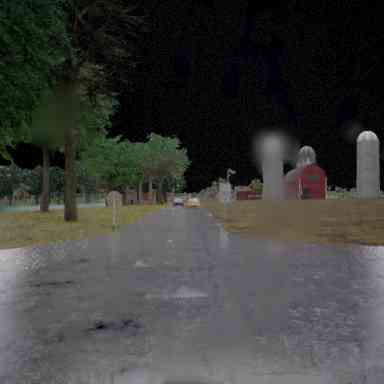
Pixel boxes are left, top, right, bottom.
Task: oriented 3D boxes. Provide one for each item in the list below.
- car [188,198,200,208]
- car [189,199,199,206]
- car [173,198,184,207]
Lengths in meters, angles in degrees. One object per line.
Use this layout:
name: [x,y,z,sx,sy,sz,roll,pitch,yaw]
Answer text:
car: [0.292,1.804,55.452,1.882,1.535,5.008,0,-1,0]
car: [0.347,2.082,65.900,1.895,1.301,4.718,0,-1,0]
car: [-2.434,1.868,60.053,1.882,1.535,5.008,0,-1,0]
